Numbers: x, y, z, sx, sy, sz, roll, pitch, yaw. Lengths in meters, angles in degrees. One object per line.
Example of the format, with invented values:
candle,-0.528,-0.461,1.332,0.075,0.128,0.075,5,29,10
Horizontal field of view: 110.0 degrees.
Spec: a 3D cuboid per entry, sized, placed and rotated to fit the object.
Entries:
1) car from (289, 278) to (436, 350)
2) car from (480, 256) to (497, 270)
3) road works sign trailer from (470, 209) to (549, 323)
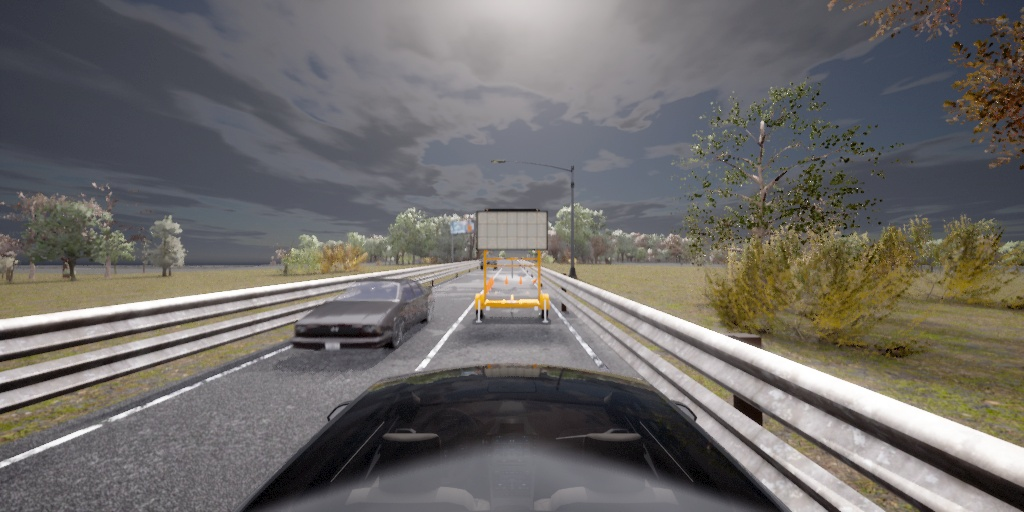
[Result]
car,-3.350,1.297,9.362,2.033,1.411,5.357,0,0,0
car,-3.341,0.967,51.677,2.150,2.045,5.566,0,0,0
road works sign trailer,0.010,0.214,12.166,2.380,3.560,2.880,0,0,0
